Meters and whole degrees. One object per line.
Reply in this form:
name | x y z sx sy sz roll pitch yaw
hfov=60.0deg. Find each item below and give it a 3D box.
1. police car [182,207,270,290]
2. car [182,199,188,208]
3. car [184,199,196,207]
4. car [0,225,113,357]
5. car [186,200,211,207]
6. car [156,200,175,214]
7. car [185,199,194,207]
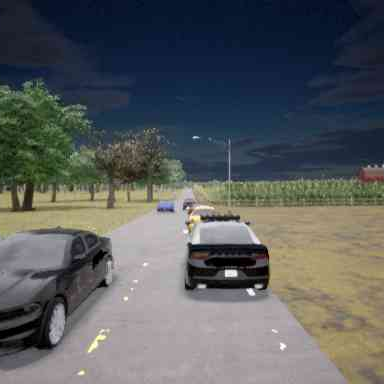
police car | 0.762 1.437 9.259 1.930 1.638 5.238 0 0 0
car | -0.313 1.757 46.193 1.837 1.490 4.892 0 -1 0
car | -0.421 1.923 60.017 2.033 1.411 5.357 0 0 0
car | -2.891 1.483 6.444 1.882 1.535 5.008 0 0 0
car | 0.691 1.502 19.341 1.801 1.575 5.366 0 0 0
car | -3.019 1.659 38.682 1.882 1.535 5.008 0 -1 0
car | 0.650 1.556 25.155 1.882 1.535 5.008 0 0 0
